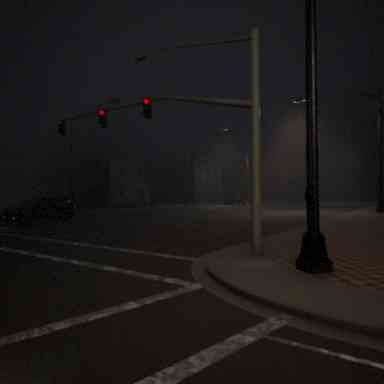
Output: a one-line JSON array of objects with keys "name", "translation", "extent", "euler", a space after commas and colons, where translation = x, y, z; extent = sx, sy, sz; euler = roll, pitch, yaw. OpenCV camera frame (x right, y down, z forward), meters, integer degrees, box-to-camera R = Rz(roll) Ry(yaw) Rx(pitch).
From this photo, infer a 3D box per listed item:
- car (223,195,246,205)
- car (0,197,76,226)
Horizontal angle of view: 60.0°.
[{"name": "car", "translation": [6.658, 1.199, 51.227], "extent": [1.837, 1.490, 4.892], "euler": [-1, 0, 37]}, {"name": "car", "translation": [-11.943, 1.427, 26.273], "extent": [2.150, 2.045, 5.566], "euler": [-1, 0, 37]}]
